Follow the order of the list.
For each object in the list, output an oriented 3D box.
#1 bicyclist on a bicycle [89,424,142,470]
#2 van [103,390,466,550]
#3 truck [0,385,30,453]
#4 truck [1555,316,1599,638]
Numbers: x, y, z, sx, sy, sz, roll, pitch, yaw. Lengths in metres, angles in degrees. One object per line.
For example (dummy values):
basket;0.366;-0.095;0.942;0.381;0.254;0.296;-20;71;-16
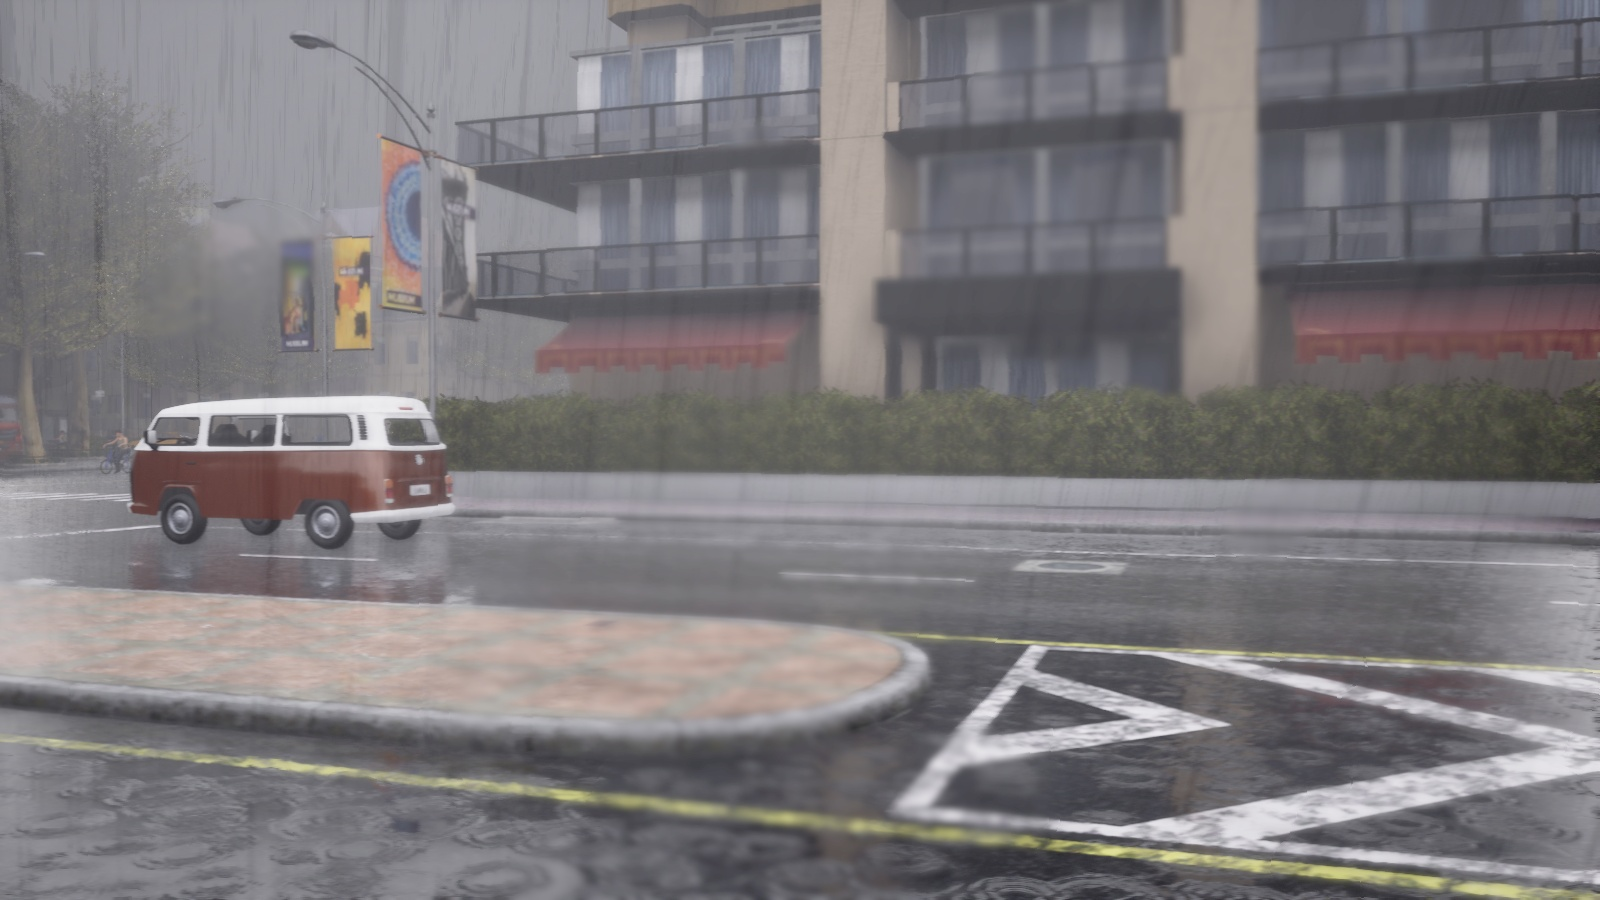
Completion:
bicyclist on a bicycle;-24.875;-0.124;45.676;0.866;1.612;1.509;1;1;18
van;-7.231;0.218;17.719;4.480;2.038;2.069;1;1;19
truck;-48.558;-1.777;71.842;8.468;3.827;2.891;1;1;19
truck;8.581;0.253;8.739;5.204;2.467;2.627;1;1;18
